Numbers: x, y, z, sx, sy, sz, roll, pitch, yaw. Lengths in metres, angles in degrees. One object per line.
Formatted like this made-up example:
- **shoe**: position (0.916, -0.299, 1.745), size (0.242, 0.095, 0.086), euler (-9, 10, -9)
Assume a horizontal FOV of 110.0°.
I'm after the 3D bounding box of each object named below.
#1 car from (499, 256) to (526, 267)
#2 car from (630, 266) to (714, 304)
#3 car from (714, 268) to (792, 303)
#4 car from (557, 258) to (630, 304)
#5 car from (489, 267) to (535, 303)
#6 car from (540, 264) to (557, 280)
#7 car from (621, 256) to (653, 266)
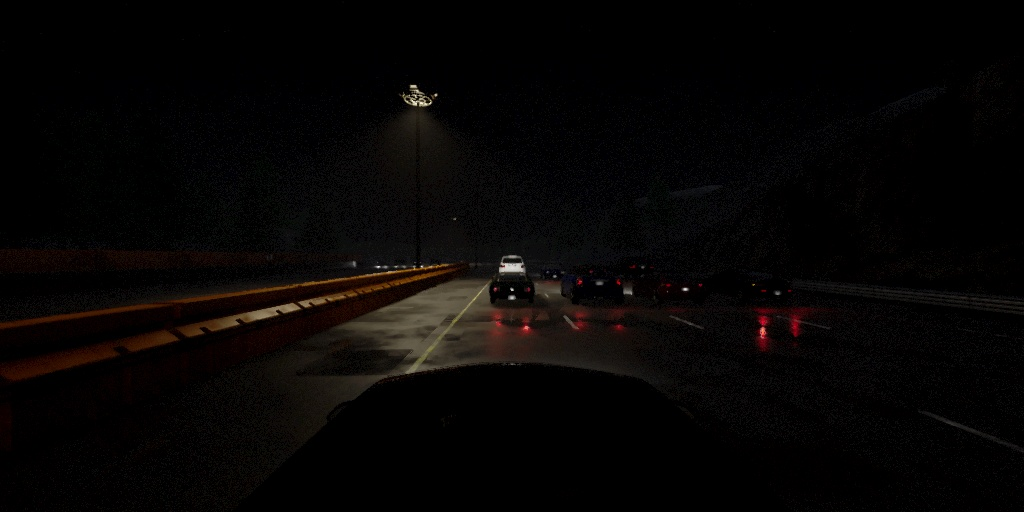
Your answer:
- **car**: position (0.025, 1.008, 31.523), size (2.150, 2.045, 5.566), euler (0, 0, 0)
- **car**: position (7.006, 1.322, 16.485), size (1.994, 1.385, 4.181), euler (0, 0, 0)
- **car**: position (10.506, 1.283, 16.480), size (1.812, 1.442, 4.674), euler (0, 0, 0)
- **car**: position (3.506, 1.116, 16.459), size (2.097, 1.767, 4.553), euler (0, 0, 0)
- **car**: position (0.006, 1.366, 16.523), size (1.895, 1.301, 4.718), euler (0, 0, 0)
- **car**: position (3.525, 1.366, 31.519), size (1.895, 1.301, 4.718), euler (0, 0, 0)
- **car**: position (10.525, 1.008, 31.510), size (2.150, 2.045, 5.566), euler (0, 0, 0)
